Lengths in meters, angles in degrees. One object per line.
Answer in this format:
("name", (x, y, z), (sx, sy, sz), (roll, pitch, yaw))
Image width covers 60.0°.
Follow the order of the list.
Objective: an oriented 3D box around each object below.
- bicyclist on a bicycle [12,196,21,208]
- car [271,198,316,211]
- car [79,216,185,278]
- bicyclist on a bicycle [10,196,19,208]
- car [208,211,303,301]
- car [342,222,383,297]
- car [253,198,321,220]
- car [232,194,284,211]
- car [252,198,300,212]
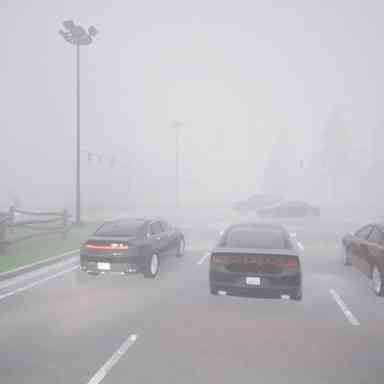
("bicyclist on a bicycle", (-22.828, 1.301, 43.724), (0.582, 1.620, 1.656), (0, 0, -9))
("car", (12.421, 1.477, 40.953), (5.008, 1.535, 1.882), (0, 0, 5))
("car", (-1.559, 1.505, 10.227), (1.837, 1.490, 4.892), (0, 0, 13))
("bicyclist on a bicycle", (-23.268, 1.301, 43.657), (0.582, 1.620, 1.656), (0, 0, -9))
("car", (1.652, 1.478, 8.512), (1.882, 1.535, 5.008), (0, 0, 12))
("car", (5.208, 1.477, 8.390), (1.882, 1.535, 5.008), (0, 0, 12))
("car", (7.855, 1.477, 27.228), (5.008, 1.535, 1.882), (0, 0, 3))
("car", (6.915, 1.221, 34.296), (5.566, 2.045, 2.150), (0, 0, 2))
("car", (9.458, 1.477, 37.643), (5.008, 1.535, 1.882), (0, 0, 3))
